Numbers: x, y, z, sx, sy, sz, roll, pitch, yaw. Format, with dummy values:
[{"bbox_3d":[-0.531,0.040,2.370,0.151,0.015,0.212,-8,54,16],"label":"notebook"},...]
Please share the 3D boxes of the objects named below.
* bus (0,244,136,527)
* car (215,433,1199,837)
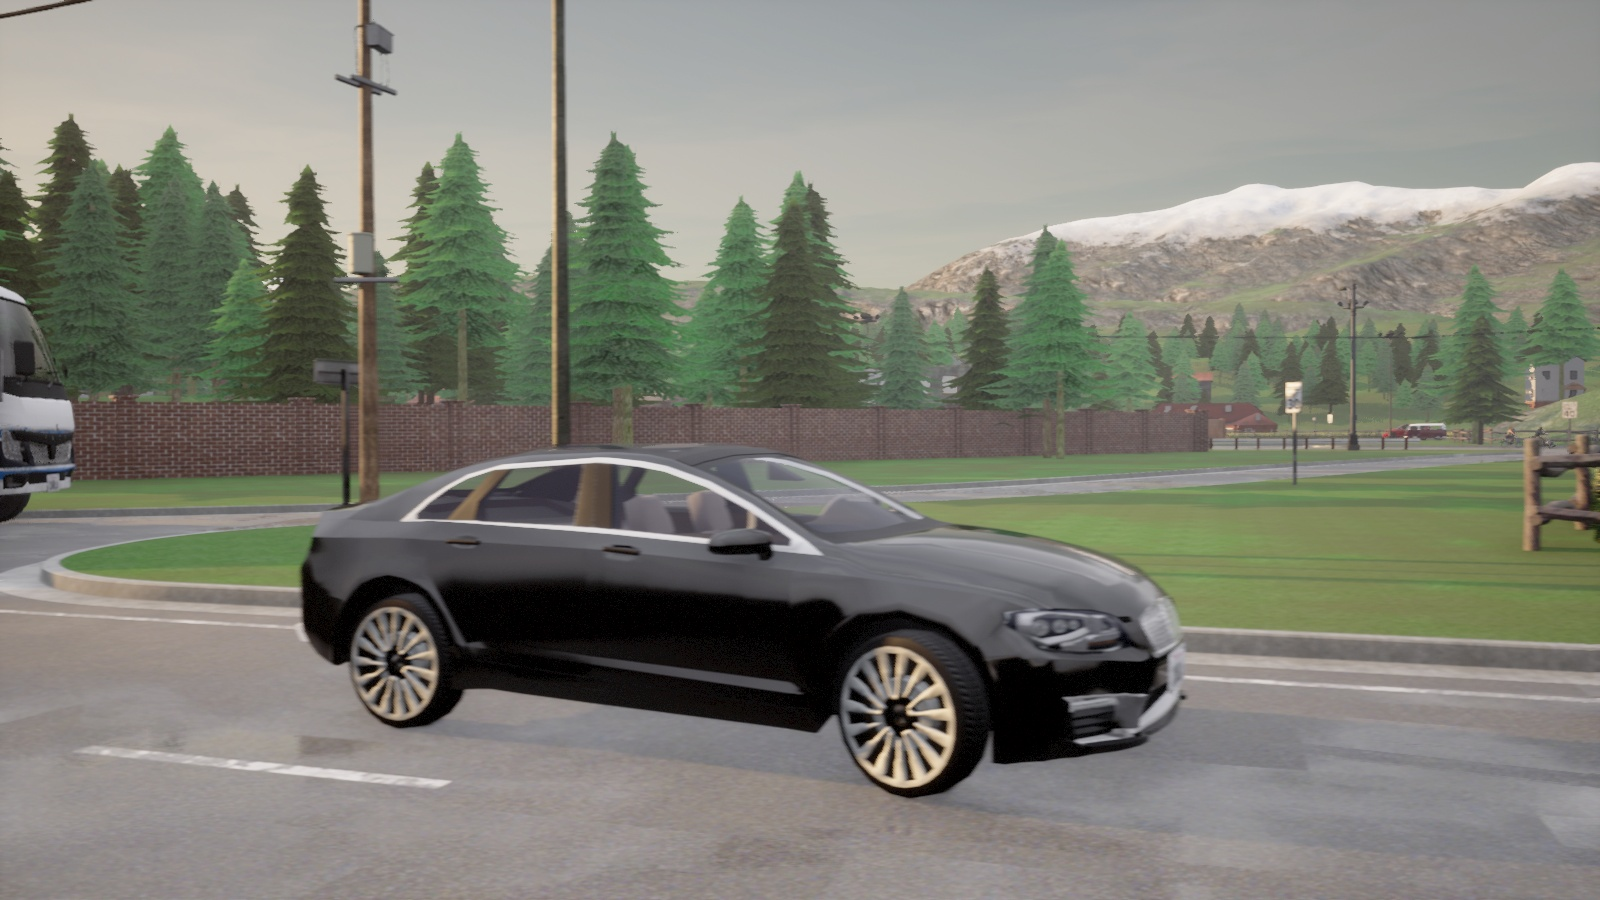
[{"bbox_3d":[-16.648,-0.915,19.734,10.273,4.253,3.944,-1,1,-14],"label":"bus"},{"bbox_3d":[-0.565,0.674,6.793,4.902,1.511,2.128,1,1,27],"label":"car"}]
